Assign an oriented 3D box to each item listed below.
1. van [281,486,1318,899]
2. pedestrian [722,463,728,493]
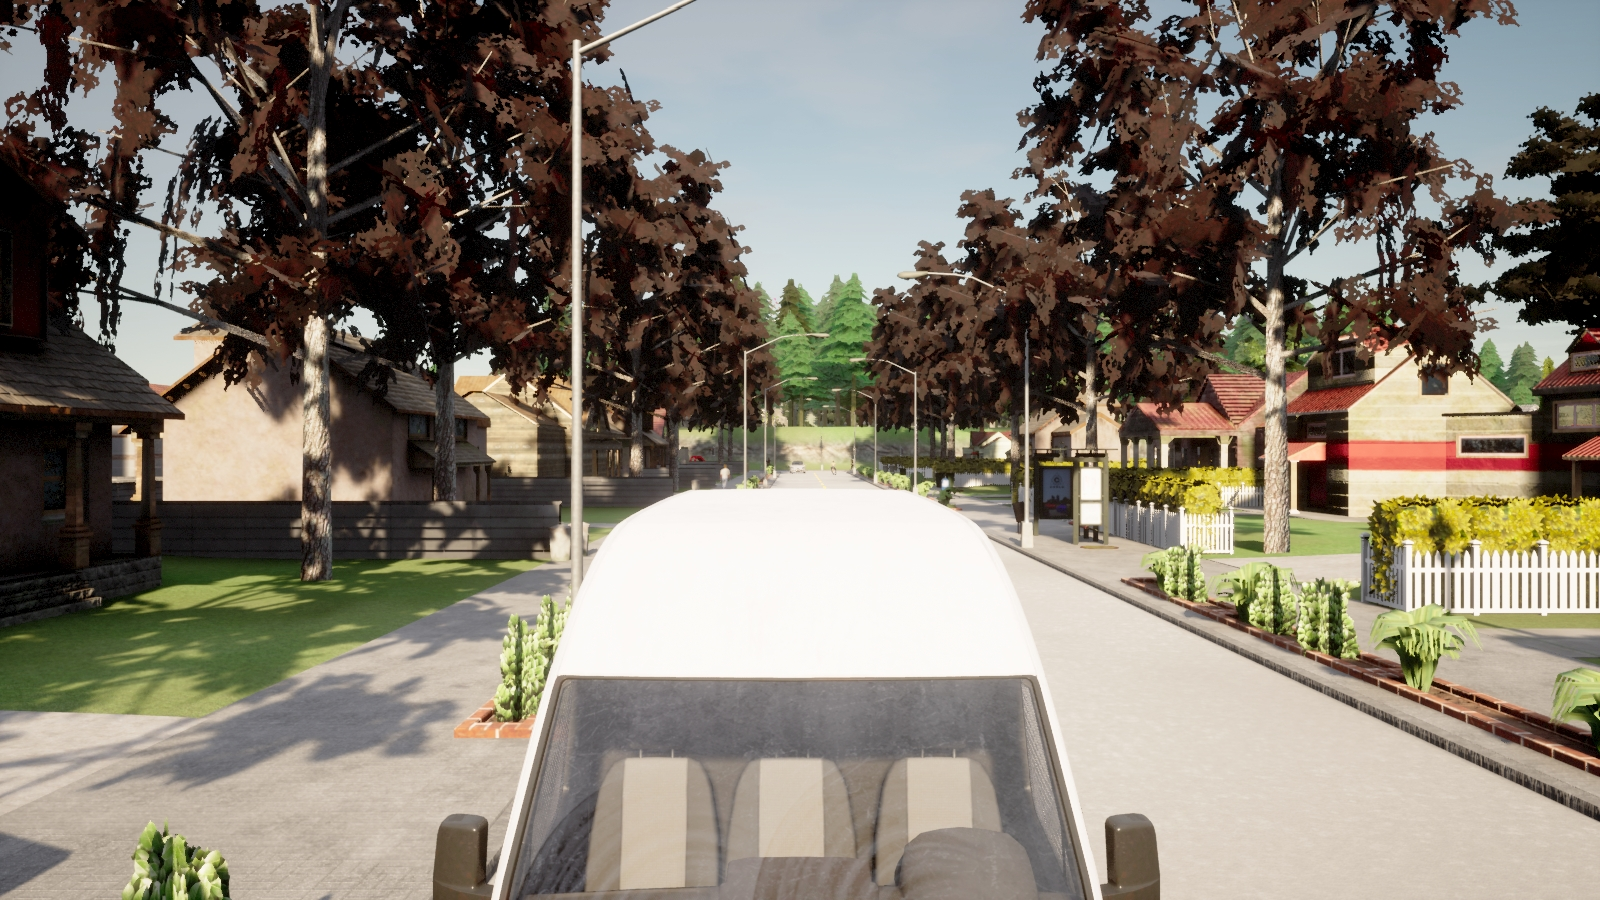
[{"bbox_3d":[-0.006,1.534,5.149,1.988,2.561,5.915,0,0,0],"label":"van"},{"bbox_3d":[-4.688,1.743,71.326,0.375,1.860,0.375,0,0,3],"label":"pedestrian"}]
